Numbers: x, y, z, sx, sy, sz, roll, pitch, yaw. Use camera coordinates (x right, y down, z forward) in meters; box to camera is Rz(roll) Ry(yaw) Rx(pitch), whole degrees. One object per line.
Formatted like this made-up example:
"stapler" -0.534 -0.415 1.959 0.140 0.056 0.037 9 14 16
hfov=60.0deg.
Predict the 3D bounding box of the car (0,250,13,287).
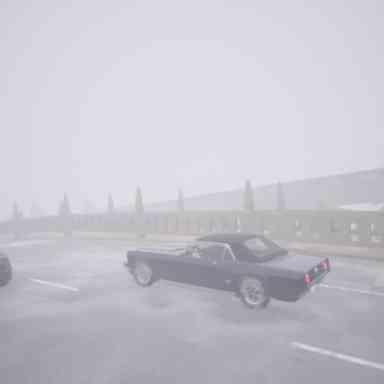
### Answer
"car" -6.504 1.778 8.620 4.181 1.385 1.994 -3 -2 35

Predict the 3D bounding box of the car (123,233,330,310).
"car" 0.576 1.641 7.875 4.718 1.301 1.895 -1 -1 35
